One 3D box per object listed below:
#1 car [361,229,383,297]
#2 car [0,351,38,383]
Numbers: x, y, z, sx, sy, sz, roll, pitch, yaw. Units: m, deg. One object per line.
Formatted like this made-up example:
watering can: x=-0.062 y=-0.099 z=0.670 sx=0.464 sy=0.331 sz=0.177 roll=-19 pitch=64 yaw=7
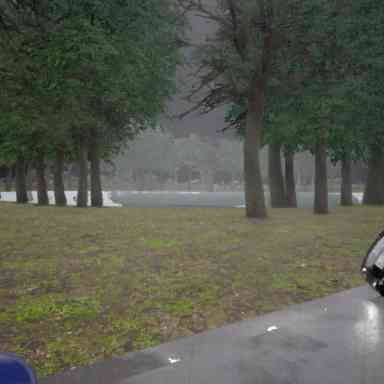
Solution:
car: x=5.724 y=1.162 z=7.963 sx=4.902 sy=2.128 sz=1.511 roll=-1 pitch=32 yaw=-31
car: x=-2.808 y=1.521 z=0.860 sx=4.674 sy=1.442 sz=1.812 roll=0 pitch=0 yaw=-39
